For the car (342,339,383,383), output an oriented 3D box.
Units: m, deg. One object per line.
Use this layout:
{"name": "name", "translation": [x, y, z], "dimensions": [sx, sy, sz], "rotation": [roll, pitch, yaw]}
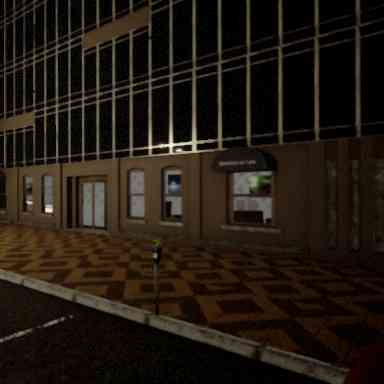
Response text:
{"name": "car", "translation": [2.951, 1.320, 0.774], "dimensions": [5.009, 1.841, 2.192], "rotation": [0, 0, 36]}
